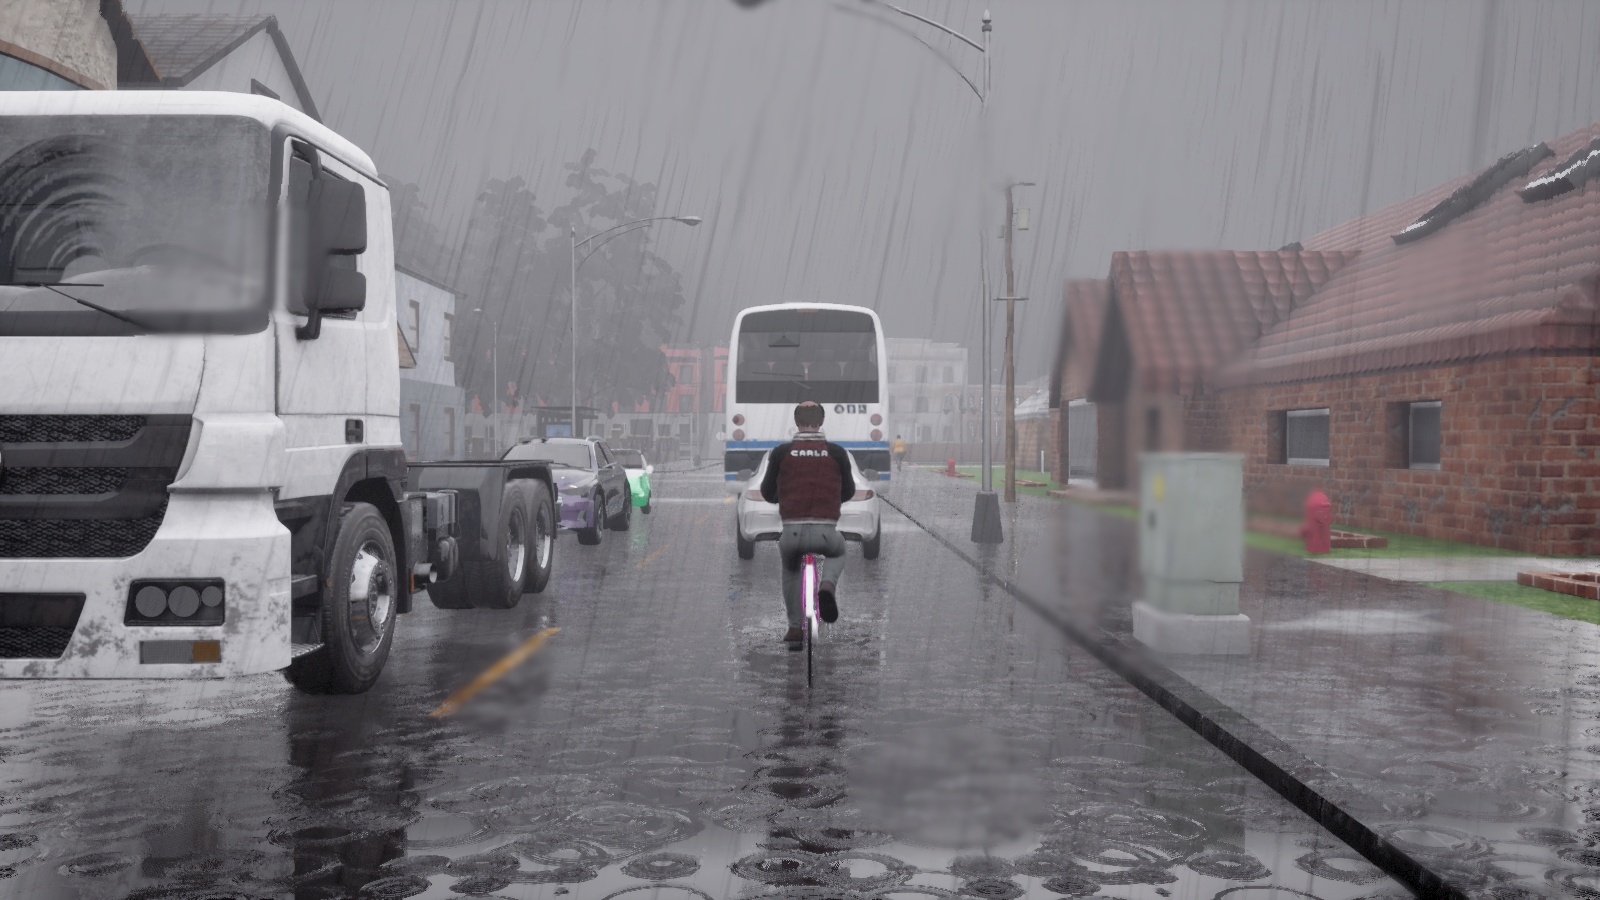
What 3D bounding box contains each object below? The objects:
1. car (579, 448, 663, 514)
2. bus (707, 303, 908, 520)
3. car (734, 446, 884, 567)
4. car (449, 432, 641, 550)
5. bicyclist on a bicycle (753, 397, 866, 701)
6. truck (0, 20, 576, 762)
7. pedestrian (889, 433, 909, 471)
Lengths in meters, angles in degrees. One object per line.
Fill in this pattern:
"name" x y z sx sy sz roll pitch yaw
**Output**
"car" -3.834 0.645 27.132 1.481 1.376 2.207 0 0 0
"bus" 0.186 -0.798 29.833 3.944 4.253 10.273 0 0 0
"car" 0.112 0.673 17.512 1.812 1.442 4.674 0 0 0
"car" -3.874 0.561 19.979 2.033 1.649 4.856 0 0 0
"bicyclist on a bicycle" 0.060 0.571 8.244 0.659 1.776 1.843 0 0 0
"truck" -3.927 -0.294 9.837 2.891 3.462 7.936 0 0 0
"pedestrian" 4.862 0.110 61.637 0.874 1.855 0.900 0 0 -2
